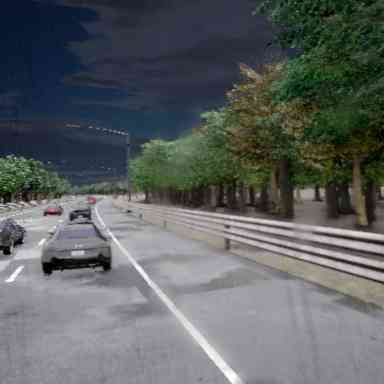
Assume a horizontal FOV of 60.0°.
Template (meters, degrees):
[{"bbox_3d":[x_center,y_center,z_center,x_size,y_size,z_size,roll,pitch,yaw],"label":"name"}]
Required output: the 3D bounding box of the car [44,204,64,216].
[{"bbox_3d":[-17.003,2.175,40.944,1.994,1.385,4.181,-2,0,-17],"label":"car"}]

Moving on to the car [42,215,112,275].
[{"bbox_3d":[-3.832,1.698,11.177,1.994,1.385,4.181,-2,0,-19],"label":"car"}]

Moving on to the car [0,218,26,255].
[{"bbox_3d":[-8.482,1.819,14.247,2.033,1.411,5.357,-2,0,-18],"label":"car"}]

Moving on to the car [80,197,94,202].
[{"bbox_3d":[-15.508,1.944,47.735,2.097,1.767,4.553,-1,0,-17],"label":"car"}]

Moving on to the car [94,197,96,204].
[{"bbox_3d":[-23.606,2.483,76.470,1.895,1.301,4.718,-1,0,-15],"label":"car"}]

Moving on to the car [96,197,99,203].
[{"bbox_3d":[-26.356,2.206,87.025,2.150,2.045,5.566,-1,0,-14],"label":"car"}]

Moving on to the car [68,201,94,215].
[{"bbox_3d":[-10.258,1.893,30.696,1.837,1.490,4.892,-2,0,-18],"label":"car"}]
